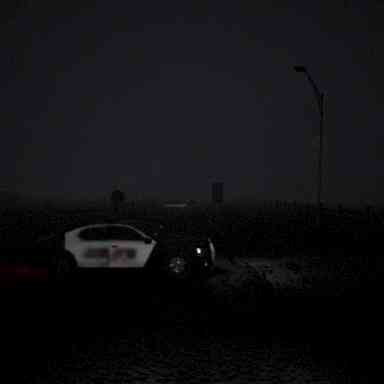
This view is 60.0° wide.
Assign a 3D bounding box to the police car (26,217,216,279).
[{"bbox_3d":[-1.856,1.528,9.488,4.974,1.542,2.038,0,0,0],"label":"police car"}]

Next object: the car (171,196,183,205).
[{"bbox_3d":[-2.727,1.501,61.334,1.882,1.535,5.008,0,0,0],"label":"car"}]

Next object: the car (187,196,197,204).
[{"bbox_3d":[0.027,1.531,67.165,1.837,1.490,4.892,0,0,0],"label":"car"}]

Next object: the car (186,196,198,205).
[{"bbox_3d":[0.023,1.546,57.159,1.812,1.442,4.674,0,0,0],"label":"car"}]
